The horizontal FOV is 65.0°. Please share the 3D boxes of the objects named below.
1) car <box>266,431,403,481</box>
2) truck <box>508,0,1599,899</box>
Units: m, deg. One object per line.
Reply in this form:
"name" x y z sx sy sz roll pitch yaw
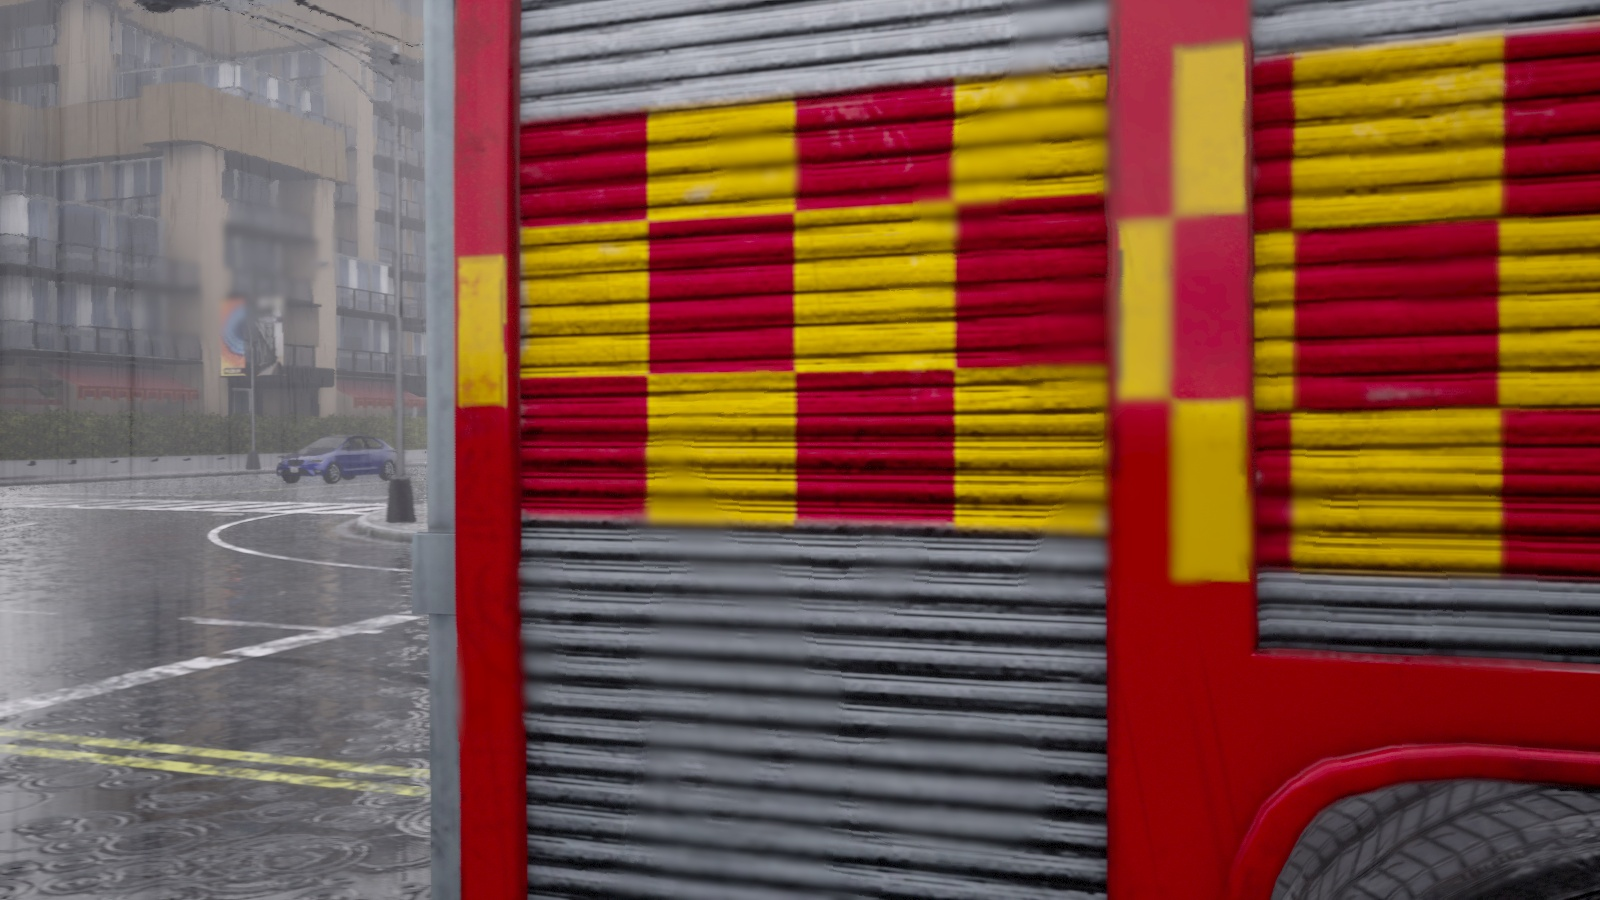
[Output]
"car" -14.563 0.155 39.532 1.816 1.474 4.193 1 1 18
"truck" 4.058 -0.352 1.811 8.468 3.827 2.891 1 1 19
